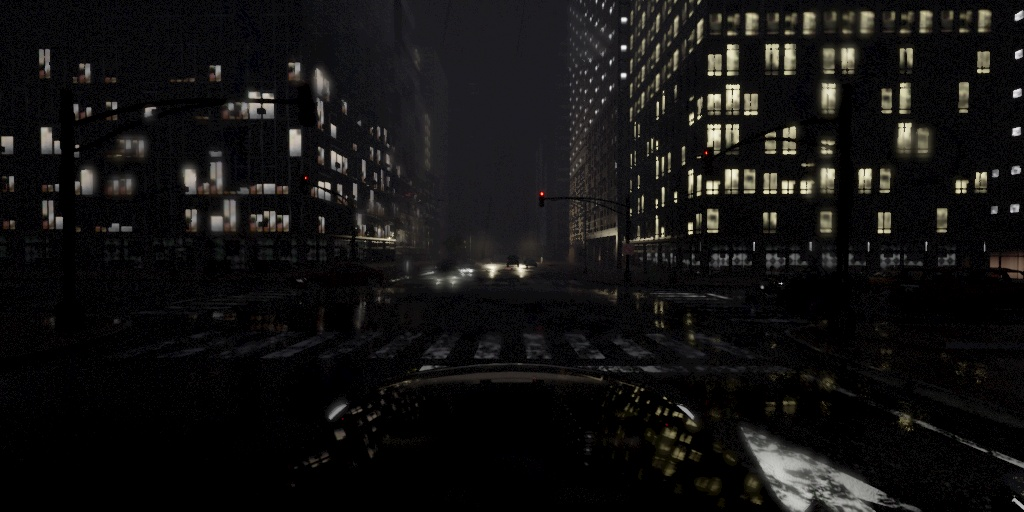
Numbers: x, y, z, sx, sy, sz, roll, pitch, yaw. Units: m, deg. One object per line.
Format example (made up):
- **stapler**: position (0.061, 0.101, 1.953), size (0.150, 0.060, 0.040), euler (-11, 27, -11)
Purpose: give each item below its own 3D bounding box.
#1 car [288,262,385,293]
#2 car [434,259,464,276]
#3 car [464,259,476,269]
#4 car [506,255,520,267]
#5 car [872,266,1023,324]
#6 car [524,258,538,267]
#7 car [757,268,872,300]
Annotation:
- **car**: position (-9.758, 1.097, 20.281), size (1.882, 1.535, 5.008), euler (3, 2, 41)
- **car**: position (-6.499, 1.083, 36.573), size (2.097, 1.767, 4.553), euler (0, 0, 0)
- **car**: position (-6.442, 1.206, 53.246), size (2.128, 1.511, 4.902), euler (0, 0, 0)
- **car**: position (0.176, 0.924, 62.898), size (2.150, 2.045, 5.566), euler (0, 0, 0)
- **car**: position (16.221, 1.281, 12.455), size (5.009, 1.841, 2.192), euler (0, 0, 1)
- **car**: position (3.428, 1.228, 63.276), size (1.812, 1.442, 4.674), euler (0, 0, 0)
- **car**: position (15.289, 1.357, 18.286), size (4.902, 1.511, 2.128), euler (1, 1, 2)
